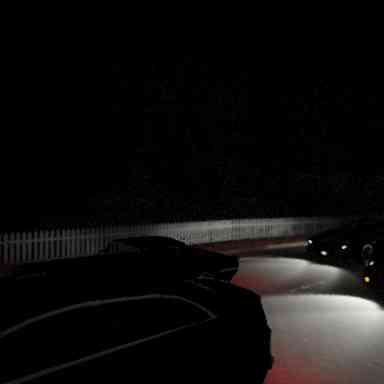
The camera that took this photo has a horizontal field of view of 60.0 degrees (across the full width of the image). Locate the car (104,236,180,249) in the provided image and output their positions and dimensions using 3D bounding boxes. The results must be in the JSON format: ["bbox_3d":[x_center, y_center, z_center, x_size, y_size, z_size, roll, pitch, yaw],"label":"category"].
[{"bbox_3d":[-1.309,1.681,7.187,4.718,1.301,1.895,0,-1,-35],"label":"car"}]

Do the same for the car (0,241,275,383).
[{"bbox_3d":[-1.385,1.526,2.879,4.902,1.511,2.128,0,-1,-36],"label":"car"}]

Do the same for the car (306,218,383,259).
[{"bbox_3d":[6.795,1.680,12.422,5.357,1.411,2.033,0,-1,-27],"label":"car"}]

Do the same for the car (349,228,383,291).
[{"bbox_3d":[5.989,1.648,7.886,4.181,1.385,1.994,0,-1,-31],"label":"car"}]
